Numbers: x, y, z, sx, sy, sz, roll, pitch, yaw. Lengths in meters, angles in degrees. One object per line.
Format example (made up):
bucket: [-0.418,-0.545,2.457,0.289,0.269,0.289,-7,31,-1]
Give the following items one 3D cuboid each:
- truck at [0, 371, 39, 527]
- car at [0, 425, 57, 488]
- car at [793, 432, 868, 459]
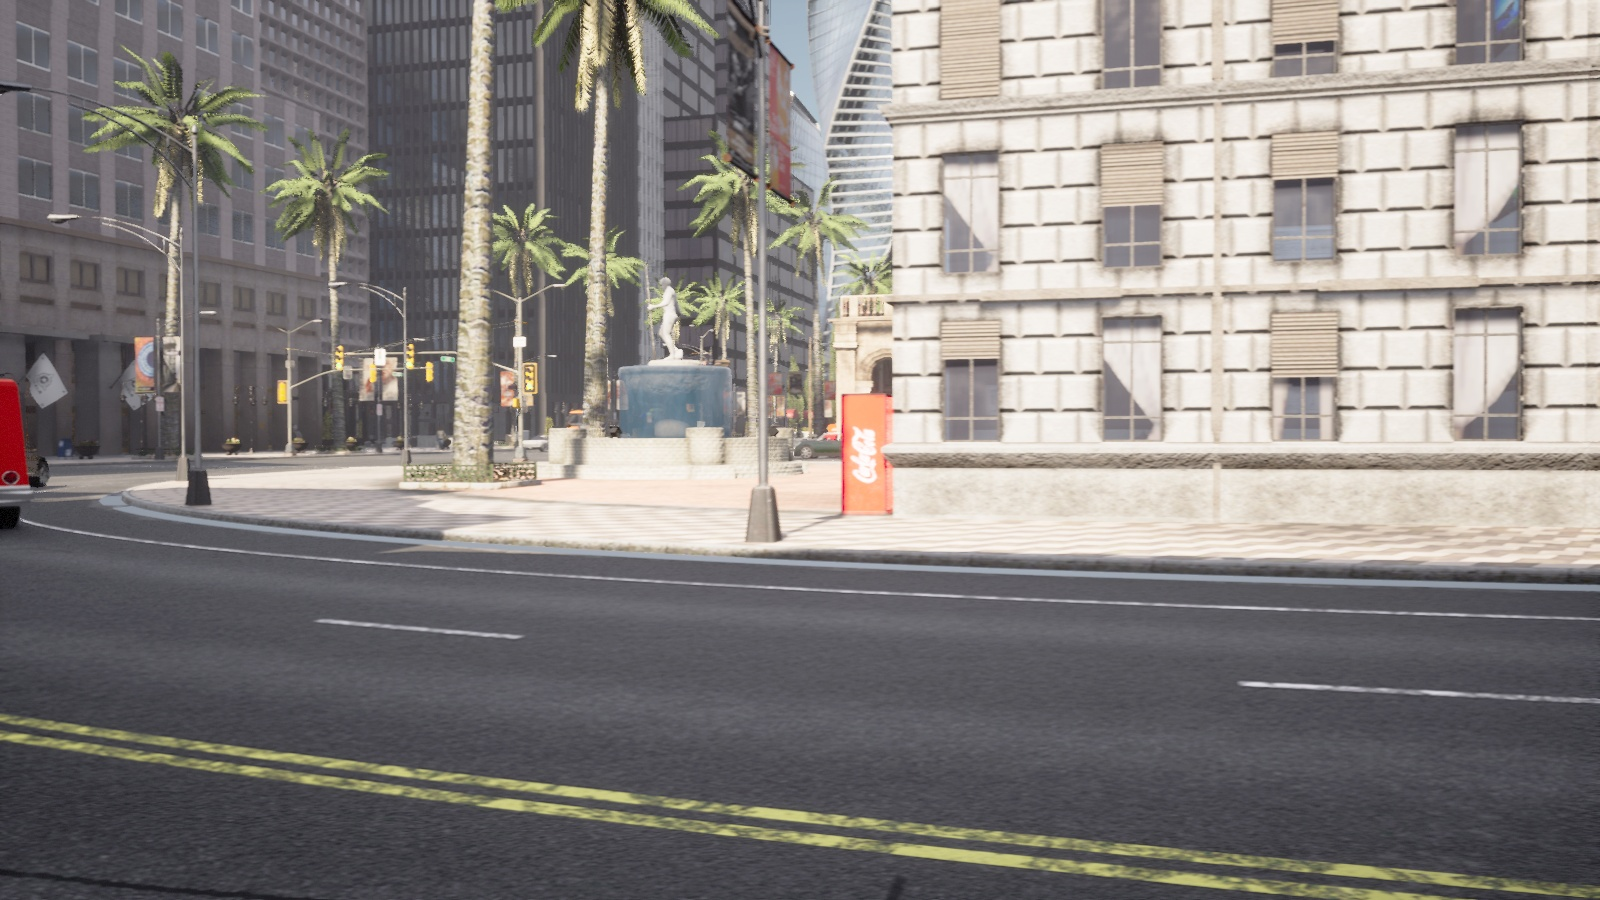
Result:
truck: [-14.947,-0.043,21.110,2.627,2.467,5.204,-1,1,-43]
car: [-22.422,0.135,34.786,2.033,1.649,4.856,0,1,-16]
car: [1.716,-0.264,69.444,3.806,1.475,1.970,0,1,15]
